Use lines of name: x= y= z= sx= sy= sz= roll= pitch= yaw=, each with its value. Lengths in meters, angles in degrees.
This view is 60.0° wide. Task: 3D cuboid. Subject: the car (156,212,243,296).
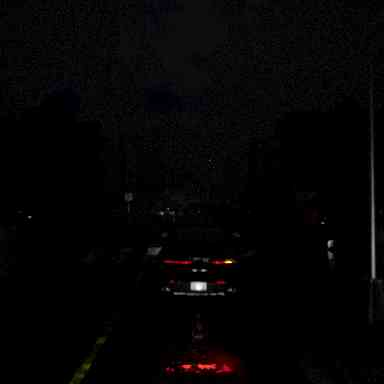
car: x=0.215 y=1.506 z=8.656 sx=1.837 sy=1.490 sz=4.892 roll=0 pitch=0 yaw=2

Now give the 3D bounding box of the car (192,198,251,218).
car: x=2.899 y=1.535 z=29.790 sx=4.902 sy=1.511 sz=2.128 roll=1 pitch=0 yaw=35

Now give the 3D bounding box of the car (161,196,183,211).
car: x=-2.614 y=1.525 z=40.120 sx=2.033 sy=1.411 sz=5.357 roll=0 pitch=0 yaw=2

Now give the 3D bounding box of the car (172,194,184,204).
car: x=-2.572 y=1.445 z=50.222 sx=1.882 sy=1.535 sz=5.008 roll=0 pitch=0 yaw=0

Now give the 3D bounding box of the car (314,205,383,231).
car: x=9.288 y=1.355 z=18.067 sx=4.718 sy=1.301 sz=1.895 roll=-1 pitch=-1 yaw=-1

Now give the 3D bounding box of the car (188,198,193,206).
car: x=0.362 y=1.564 z=54.725 sx=1.895 sy=1.301 sz=4.718 roll=0 pitch=0 yaw=0

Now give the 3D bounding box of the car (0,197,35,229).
car: x=-13.058 y=1.244 z=21.108 sx=5.566 sy=2.045 sz=2.150 roll=0 pitch=-1 yaw=-1
